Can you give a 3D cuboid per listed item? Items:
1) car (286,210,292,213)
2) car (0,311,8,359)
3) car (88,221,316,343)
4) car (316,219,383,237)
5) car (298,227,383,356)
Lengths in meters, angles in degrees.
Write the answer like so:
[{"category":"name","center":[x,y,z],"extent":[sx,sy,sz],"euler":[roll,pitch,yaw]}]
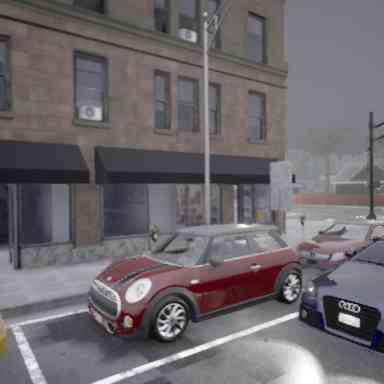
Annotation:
[{"category":"car","center":[7.840,1.371,33.306],"extent":[1.994,1.385,4.181],"euler":[-1,0,-35]},{"category":"car","center":[-4.466,1.550,3.020],"extent":[4.829,1.417,1.752],"euler":[-1,0,-35]},{"category":"car","center":[0.184,1.393,6.295],"extent":[4.097,1.590,1.967],"euler":[-1,0,-35]},{"category":"car","center":[4.697,1.465,9.473],"extent":[4.206,1.307,1.802],"euler":[-1,0,-35]},{"category":"car","center":[3.703,1.487,5.547],"extent":[4.181,1.385,1.994],"euler":[-1,0,-35]}]
